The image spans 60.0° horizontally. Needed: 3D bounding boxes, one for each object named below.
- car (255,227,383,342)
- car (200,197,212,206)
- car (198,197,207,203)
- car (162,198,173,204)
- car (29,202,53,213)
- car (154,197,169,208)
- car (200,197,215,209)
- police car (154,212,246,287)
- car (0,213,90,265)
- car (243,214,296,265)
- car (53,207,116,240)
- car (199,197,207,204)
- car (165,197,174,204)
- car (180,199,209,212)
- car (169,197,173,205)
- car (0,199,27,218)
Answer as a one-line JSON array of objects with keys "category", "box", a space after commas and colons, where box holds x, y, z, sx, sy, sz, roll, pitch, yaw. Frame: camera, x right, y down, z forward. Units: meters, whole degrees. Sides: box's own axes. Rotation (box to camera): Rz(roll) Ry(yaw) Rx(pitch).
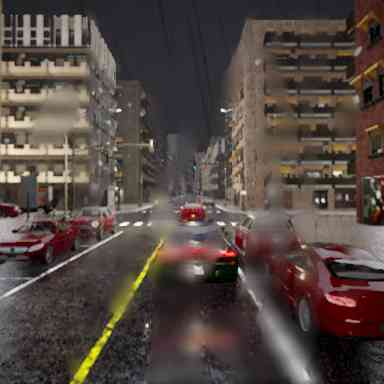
[{"category": "car", "box": [2.573, 1.616, 6.382, 1.802, 1.307, 4.206, 1, 0, 0]}, {"category": "car", "box": [2.576, 1.753, 61.372, 1.967, 1.590, 4.097, 1, 0, 0]}, {"category": "car", "box": [2.576, 1.978, 84.054, 2.008, 1.369, 4.403, 1, 0, 0]}, {"category": "car", "box": [-5.305, 1.936, 72.683, 1.947, 1.339, 4.313, 1, 0, 0]}, {"category": "car", "box": [-17.623, 1.772, 36.845, 4.313, 1.339, 1.947, 0, -1, 0]}, {"category": "car", "box": [-5.305, 1.809, 55.501, 1.752, 1.417, 4.829, 1, 0, 0]}, {"category": "car", "box": [2.575, 1.807, 50.029, 2.008, 1.369, 4.403, 1, 0, 0]}, {"category": "police car", "box": [0.098, 1.551, 9.608, 2.038, 1.542, 4.974, 0, -1, 0]}, {"category": "car", "box": [-5.312, 1.644, 11.909, 1.802, 1.307, 4.206, 1, 0, 0]}, {"category": "car", "box": [2.575, 1.502, 11.931, 1.967, 1.590, 4.097, 1, 0, 0]}, {"category": "car", "box": [-5.314, 1.531, 17.459, 1.967, 1.590, 4.097, 1, 0, 0]}, {"category": "car", "box": [2.576, 1.943, 78.384, 1.887, 1.381, 4.507, 1, 0, 0]}, {"category": "car", "box": [-5.305, 1.943, 78.354, 1.887, 1.381, 4.507, 1, 0, 0]}, {"category": "car", "box": [0.092, 1.616, 26.802, 1.882, 1.535, 5.008, 0, 0, 0]}, {"category": "car", "box": [-5.305, 1.866, 66.842, 1.752, 1.417, 4.829, 1, 0, 0]}, {"category": "car", "box": [-17.562, 1.384, 28.971, 5.009, 1.841, 2.192, 0, -1, 0]}]
